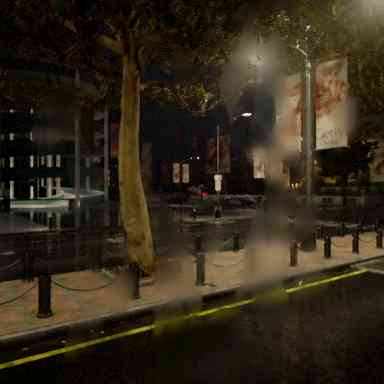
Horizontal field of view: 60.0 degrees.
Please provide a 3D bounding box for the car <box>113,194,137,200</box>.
[{"bbox_3d":[-15.261,1.133,75.914,4.902,1.511,2.128,0,0,24],"label":"car"}]

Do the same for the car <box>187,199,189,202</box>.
[{"bbox_3d":[-2.843,1.540,67.056,2.033,1.411,5.357,0,0,-41],"label":"car"}]

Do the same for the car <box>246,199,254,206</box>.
[{"bbox_3d":[7.464,1.539,52.989,2.033,1.411,5.357,0,0,-35],"label":"car"}]

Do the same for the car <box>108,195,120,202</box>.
[{"bbox_3d":[-16.223,1.465,72.496,5.357,1.411,2.033,0,0,26],"label":"car"}]

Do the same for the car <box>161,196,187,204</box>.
[{"bbox_3d":[-3.839,1.540,62.688,2.033,1.411,5.357,0,0,-38],"label":"car"}]

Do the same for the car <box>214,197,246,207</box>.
[{"bbox_3d":[5.429,1.594,49.789,1.895,1.301,4.718,0,0,-35],"label":"car"}]
